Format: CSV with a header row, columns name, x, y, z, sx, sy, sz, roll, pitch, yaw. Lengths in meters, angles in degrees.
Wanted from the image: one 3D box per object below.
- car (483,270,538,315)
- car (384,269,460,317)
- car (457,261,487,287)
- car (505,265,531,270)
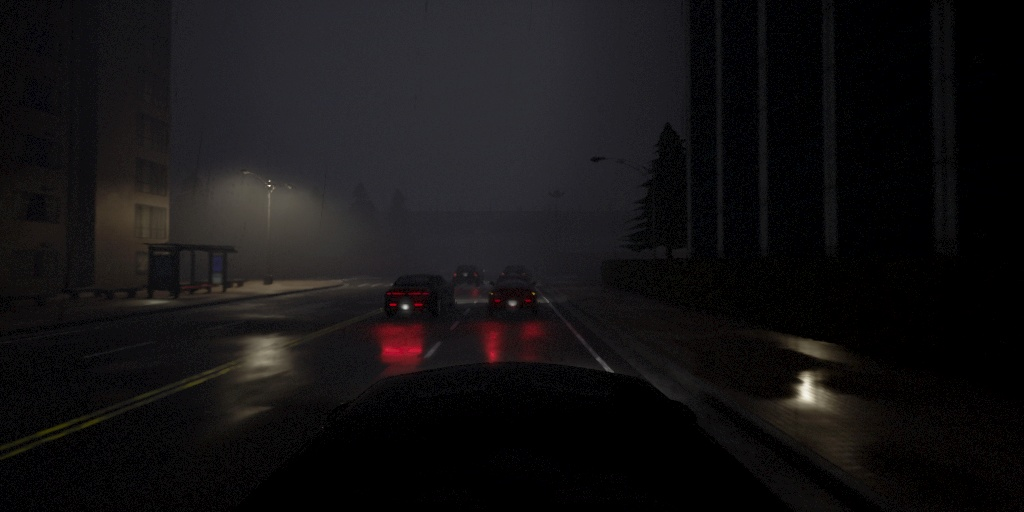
name,x,y,z,sx,sy,sz,roll,pitch,yaw
car,0.046,1.453,14.409,1.812,1.442,4.674,0,-1,0
car,-3.456,1.429,14.113,1.837,1.490,4.892,0,0,0
car,-3.466,1.466,28.981,2.097,1.767,4.553,0,0,1
car,0.457,1.465,28.946,2.097,1.767,4.553,0,0,9
